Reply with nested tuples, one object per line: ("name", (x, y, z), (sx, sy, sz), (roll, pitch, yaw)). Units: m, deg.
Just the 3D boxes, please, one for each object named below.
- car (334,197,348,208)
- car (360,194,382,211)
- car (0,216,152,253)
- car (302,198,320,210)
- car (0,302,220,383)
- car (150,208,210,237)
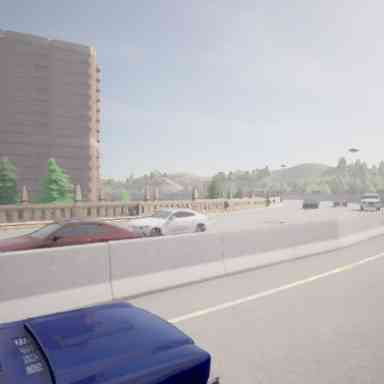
("car", (22.634, 1.529, 50.652), (2.128, 1.511, 4.902), (0, 0, 22))
("car", (22.003, 1.240, 40.922), (2.150, 2.045, 5.566), (0, 0, 28))
("car", (-3.786, 1.559, 10.100), (4.674, 1.442, 1.812), (0, 0, -38))
("car", (16.150, 1.523, 44.894), (1.882, 1.535, 5.008), (0, 0, 26))
("car", (-2.082, 1.613, 2.375), (4.718, 1.301, 1.895), (0, 0, -36))
("car", (-1.075, 1.565, 16.924), (4.674, 1.442, 1.812), (0, 0, -42))
